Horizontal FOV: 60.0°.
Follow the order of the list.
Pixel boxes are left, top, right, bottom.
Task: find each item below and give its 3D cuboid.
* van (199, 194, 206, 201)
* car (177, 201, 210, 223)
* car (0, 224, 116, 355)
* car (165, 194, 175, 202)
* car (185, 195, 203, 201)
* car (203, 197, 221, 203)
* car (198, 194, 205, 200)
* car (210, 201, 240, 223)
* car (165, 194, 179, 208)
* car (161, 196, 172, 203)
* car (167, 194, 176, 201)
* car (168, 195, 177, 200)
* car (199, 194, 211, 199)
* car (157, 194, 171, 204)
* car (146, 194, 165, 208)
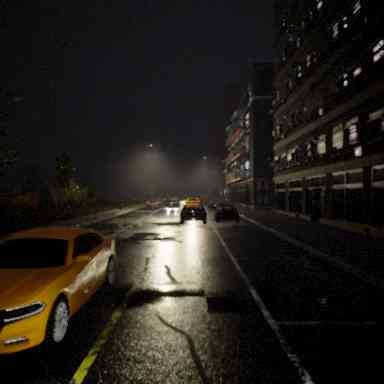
[{"bbox_3d":[2.585,1.335,86.083,1.690,1.788,3.998,1,0,0],"label":"van"},{"bbox_3d":[0.103,1.599,25.290,1.895,1.301,4.718,0,0,0],"label":"car"},{"bbox_3d":[-2.850,1.477,6.506,1.882,1.535,5.008,0,0,0],"label":"car"},{"bbox_3d":[-5.295,1.309,80.146,2.192,1.841,5.009,1,0,0],"label":"car"},{"bbox_3d":[0.104,1.474,42.523,1.882,1.535,5.008,0,0,0],"label":"car"},{"bbox_3d":[2.578,1.548,36.179,2.008,1.369,4.403,1,0,0],"label":"car"},{"bbox_3d":[2.584,1.433,91.628,1.967,1.590,4.097,1,0,0],"label":"car"},{"bbox_3d":[2.576,1.580,25.089,1.802,1.307,4.206,1,0,0],"label":"car"},{"bbox_3d":[-2.818,1.489,48.905,2.128,1.511,4.902,0,0,0],"label":"car"},{"bbox_3d":[-5.299,1.545,69.074,2.008,1.369,4.403,1,0,0],"label":"car"},{"bbox_3d":[-5.296,1.434,85.683,1.967,1.590,4.097,1,0,0],"label":"car"},{"bbox_3d":[-5.297,1.544,91.219,2.008,1.369,4.403,1,0,0],"label":"car"},{"bbox_3d":[2.583,1.310,63.903,2.192,1.841,5.009,1,0,0],"label":"car"},{"bbox_3d":[-5.297,1.310,63.538,2.192,1.841,5.009,1,0,0],"label":"car"},{"bbox_3d":[-5.300,1.436,46.929,1.967,1.590,4.097,1,0,0],"label":"car"}]
